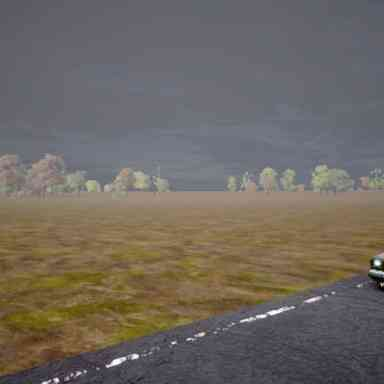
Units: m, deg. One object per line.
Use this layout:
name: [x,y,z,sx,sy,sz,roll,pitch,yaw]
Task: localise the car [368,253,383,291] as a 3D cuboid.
car: [6.104,1.600,7.751,4.718,1.301,1.895,0,0,-36]
